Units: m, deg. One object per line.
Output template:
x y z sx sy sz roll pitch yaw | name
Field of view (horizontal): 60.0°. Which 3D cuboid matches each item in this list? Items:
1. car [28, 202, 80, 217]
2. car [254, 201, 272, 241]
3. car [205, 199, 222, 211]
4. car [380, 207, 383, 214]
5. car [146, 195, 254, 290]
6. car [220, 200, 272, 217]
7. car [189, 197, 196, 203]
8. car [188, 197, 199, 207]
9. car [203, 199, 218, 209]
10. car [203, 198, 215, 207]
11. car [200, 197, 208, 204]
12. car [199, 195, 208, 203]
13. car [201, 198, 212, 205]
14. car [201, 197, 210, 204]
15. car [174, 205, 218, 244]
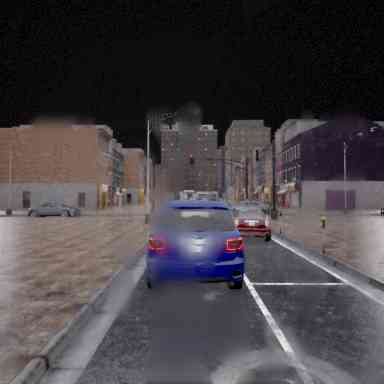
-11.924 1.590 28.928 4.181 1.385 1.994 0 -2 0 | car
2.689 1.462 16.857 1.967 1.590 4.097 2 0 0 | car
2.729 1.684 43.603 1.947 1.339 4.313 1 0 0 | car
20.565 1.576 31.618 4.892 1.490 1.837 0 -2 0 | car
0.057 1.230 9.231 2.150 2.045 5.566 0 0 -1 | car
5.295 1.593 32.595 4.902 1.511 2.128 0 -1 12 | car
0.143 1.967 84.119 1.837 1.490 4.892 0 -1 0 | car
0.194 1.720 57.828 1.837 1.490 4.892 0 0 0 | car
2.738 1.717 49.040 1.947 1.339 4.313 1 0 0 | car
2.749 1.716 54.647 1.752 1.417 4.829 1 0 0 | car
2.785 1.911 76.397 1.752 1.417 4.829 1 -1 0 | car
2.798 1.755 81.668 2.192 1.841 5.009 1 -1 0 | car
2.765 1.846 65.352 1.947 1.339 4.313 1 -1 0 | car
2.776 1.858 70.959 1.752 1.417 4.829 1 -1 0 | car
0.125 1.500 17.044 1.882 1.535 5.008 0 0 -1 | car
